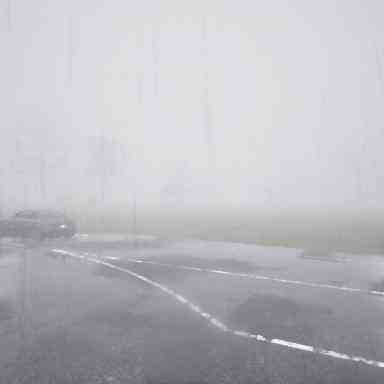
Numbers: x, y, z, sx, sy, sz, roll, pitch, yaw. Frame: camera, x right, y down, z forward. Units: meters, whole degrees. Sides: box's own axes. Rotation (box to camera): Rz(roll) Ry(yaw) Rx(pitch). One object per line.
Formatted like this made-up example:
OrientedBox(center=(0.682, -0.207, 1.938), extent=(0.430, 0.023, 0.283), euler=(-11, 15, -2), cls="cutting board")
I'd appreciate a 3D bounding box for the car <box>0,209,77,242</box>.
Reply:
OrientedBox(center=(-7.542, 1.509, 15.975), extent=(4.181, 1.385, 1.994), euler=(0, 0, 29), cls="car")
